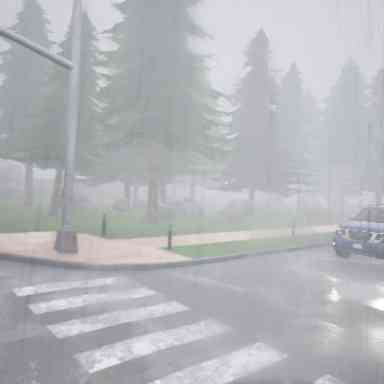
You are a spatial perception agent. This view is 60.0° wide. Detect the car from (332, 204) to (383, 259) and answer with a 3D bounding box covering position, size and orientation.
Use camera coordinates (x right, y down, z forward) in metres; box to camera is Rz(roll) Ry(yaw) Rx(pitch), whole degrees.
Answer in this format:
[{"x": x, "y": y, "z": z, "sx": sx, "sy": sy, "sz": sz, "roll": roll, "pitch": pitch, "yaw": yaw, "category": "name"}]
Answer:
[{"x": 7.640, "y": 1.539, "z": 12.857, "sx": 5.566, "sy": 2.045, "sz": 2.150, "roll": 2, "pitch": 1, "yaw": -40, "category": "car"}]
